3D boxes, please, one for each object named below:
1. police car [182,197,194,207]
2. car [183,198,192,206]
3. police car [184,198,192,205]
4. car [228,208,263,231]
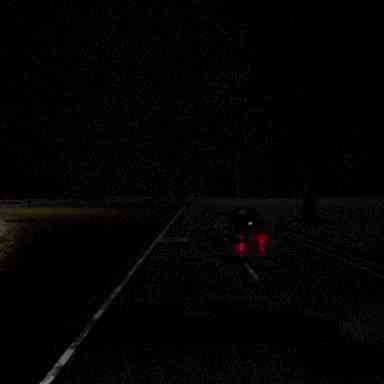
[{"bbox_3d":[-1.082,2.242,67.997,1.930,1.638,5.238,0,0,0],"label":"police car"},{"bbox_3d":[-1.088,2.240,77.858,2.097,1.767,4.553,0,0,0],"label":"car"},{"bbox_3d":[-1.090,2.359,83.997,1.930,1.638,5.238,0,0,0],"label":"police car"},{"bbox_3d":[3.603,1.788,22.802,1.812,1.442,4.674,0,-1,0],"label":"car"}]
